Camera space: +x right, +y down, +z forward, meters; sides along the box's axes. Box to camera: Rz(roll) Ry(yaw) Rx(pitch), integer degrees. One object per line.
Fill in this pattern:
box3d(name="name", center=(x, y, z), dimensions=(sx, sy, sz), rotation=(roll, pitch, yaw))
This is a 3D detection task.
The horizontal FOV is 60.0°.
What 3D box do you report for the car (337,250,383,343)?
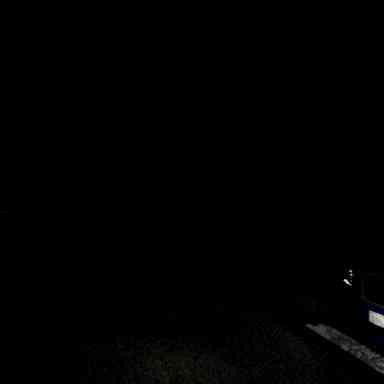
box3d(name="car", center=(4.949, 1.221, 4.958), dimensions=(5.566, 2.045, 2.150), rotation=(0, 0, -18))
